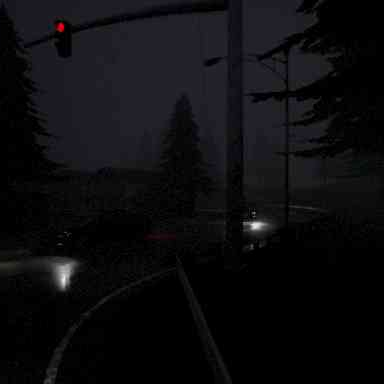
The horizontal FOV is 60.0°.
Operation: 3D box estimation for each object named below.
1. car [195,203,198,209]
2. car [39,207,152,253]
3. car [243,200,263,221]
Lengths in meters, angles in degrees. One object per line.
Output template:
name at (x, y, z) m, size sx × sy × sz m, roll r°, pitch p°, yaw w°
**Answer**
car at (-1.509, 1.560, 42.051) m, size 4.718 × 1.301 × 1.895 m, roll 0°, pitch 0°, yaw 36°
car at (-3.848, 1.447, 14.021) m, size 1.882 × 1.535 × 5.008 m, roll 0°, pitch 0°, yaw 36°
car at (4.697, 1.466, 27.155) m, size 1.837 × 1.490 × 4.892 m, roll 2°, pitch 1°, yaw 18°
